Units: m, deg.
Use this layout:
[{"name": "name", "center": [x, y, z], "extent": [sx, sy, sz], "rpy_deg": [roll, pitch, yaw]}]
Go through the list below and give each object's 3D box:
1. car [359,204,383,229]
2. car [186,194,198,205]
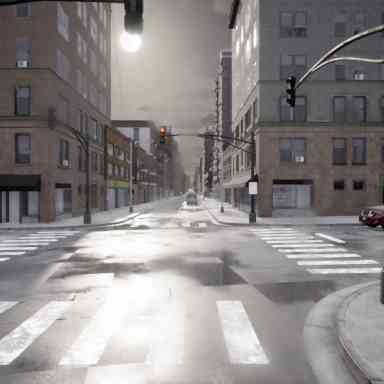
[{"name": "car", "center": [12.053, 1.123, 18.445], "extent": [5.009, 1.841, 2.192], "rpy_deg": [-1, 1, 0]}, {"name": "car", "center": [-0.017, 1.592, 59.070], "extent": [2.033, 1.411, 5.357], "rpy_deg": [0, 0, 0]}]
